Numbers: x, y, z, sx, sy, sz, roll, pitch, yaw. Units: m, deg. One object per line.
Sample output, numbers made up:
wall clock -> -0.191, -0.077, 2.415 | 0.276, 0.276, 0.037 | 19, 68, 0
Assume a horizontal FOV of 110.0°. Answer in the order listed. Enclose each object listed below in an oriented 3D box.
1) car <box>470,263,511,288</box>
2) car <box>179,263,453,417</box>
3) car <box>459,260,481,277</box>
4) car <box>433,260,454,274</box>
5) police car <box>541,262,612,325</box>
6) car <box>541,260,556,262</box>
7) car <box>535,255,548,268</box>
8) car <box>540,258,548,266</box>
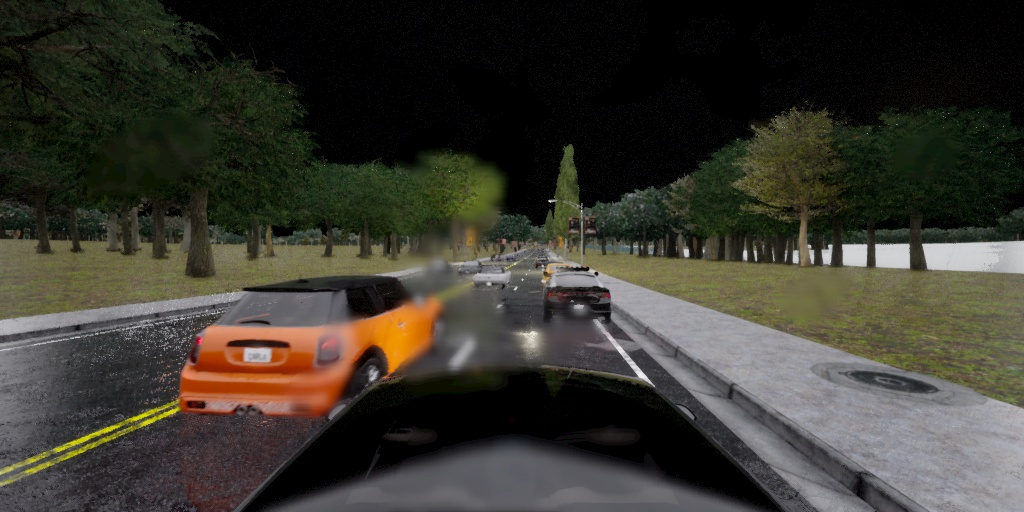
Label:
car -> -1.160, 1.320, 23.378 | 1.895, 1.301, 4.718 | 0, 0, 5
car -> -2.622, 1.101, 6.047 | 2.097, 1.767, 4.553 | 0, 0, 4
car -> -3.727, 1.152, 33.998 | 1.812, 1.442, 4.674 | 0, 1, 5
car -> -6.928, 1.146, 34.706 | 1.812, 1.442, 4.674 | 0, 1, 5
police car -> 2.024, 1.169, 12.062 | 1.930, 1.638, 5.238 | 0, 0, 5
car -> 2.856, 1.202, 21.914 | 1.882, 1.535, 5.008 | 0, 0, 5
car -> 4.147, 0.882, 48.618 | 1.837, 1.490, 4.892 | 0, 1, 5
car -> 3.361, 1.162, 27.890 | 1.882, 1.535, 5.008 | 0, 0, 5
